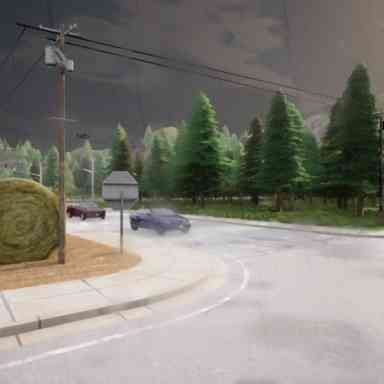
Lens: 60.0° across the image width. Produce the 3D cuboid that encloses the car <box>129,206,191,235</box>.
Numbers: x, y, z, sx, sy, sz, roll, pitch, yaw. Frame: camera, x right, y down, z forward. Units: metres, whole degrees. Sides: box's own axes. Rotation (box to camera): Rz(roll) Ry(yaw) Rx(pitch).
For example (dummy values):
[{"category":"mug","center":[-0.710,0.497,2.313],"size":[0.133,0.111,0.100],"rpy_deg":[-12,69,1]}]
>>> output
[{"category":"car","center":[-1.989,1.560,19.227],"size":[1.812,1.442,4.674],"rpy_deg":[0,0,-38]}]

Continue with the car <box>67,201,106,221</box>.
[{"category":"car","center":[-8.957,1.512,28.079],"size":[1.882,1.535,5.008],"rpy_deg":[0,0,-38]}]
